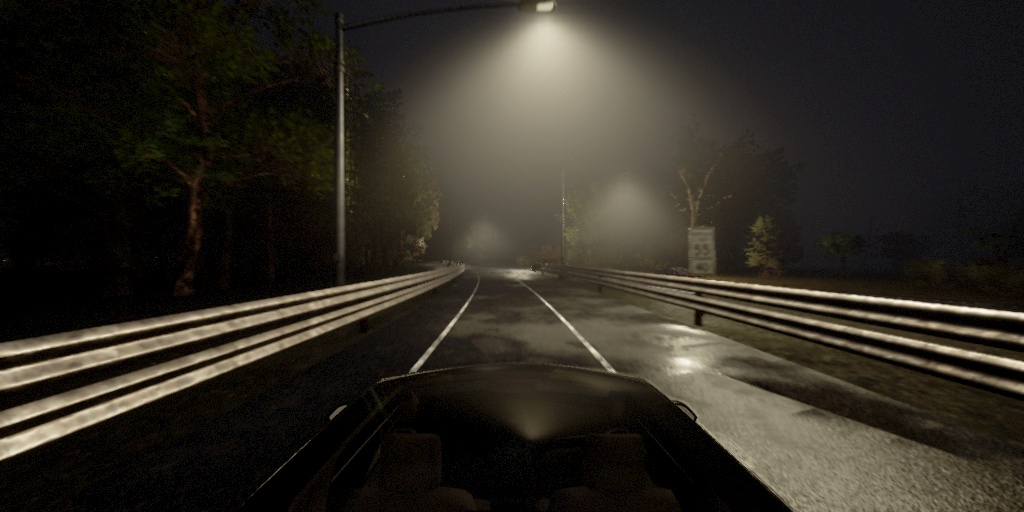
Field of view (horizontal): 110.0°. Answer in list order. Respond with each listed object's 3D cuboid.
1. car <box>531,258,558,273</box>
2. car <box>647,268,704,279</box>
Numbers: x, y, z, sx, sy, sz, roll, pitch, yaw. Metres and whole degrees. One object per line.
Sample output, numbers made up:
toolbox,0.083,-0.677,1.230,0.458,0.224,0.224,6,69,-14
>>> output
car,4.598,1.335,51.017,2.150,2.045,5.566,1,-1,-19
car,12.510,1.616,28.301,2.033,1.411,5.357,0,0,-19
